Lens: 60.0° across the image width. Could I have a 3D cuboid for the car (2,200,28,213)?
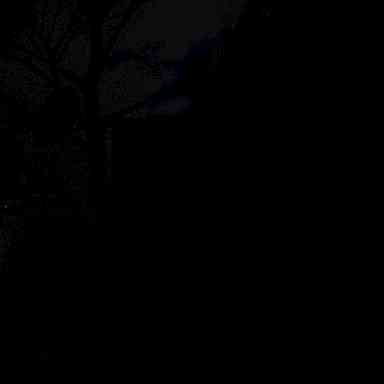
[{"bbox_3d":[-20.875,1.616,38.475,1.812,1.442,4.674,1,0,5],"label":"car"}]
